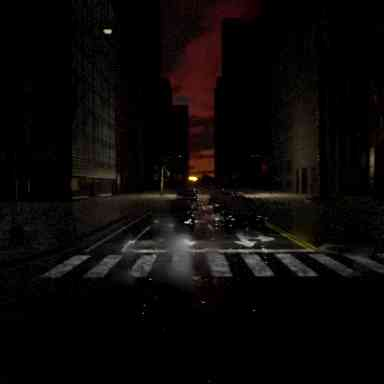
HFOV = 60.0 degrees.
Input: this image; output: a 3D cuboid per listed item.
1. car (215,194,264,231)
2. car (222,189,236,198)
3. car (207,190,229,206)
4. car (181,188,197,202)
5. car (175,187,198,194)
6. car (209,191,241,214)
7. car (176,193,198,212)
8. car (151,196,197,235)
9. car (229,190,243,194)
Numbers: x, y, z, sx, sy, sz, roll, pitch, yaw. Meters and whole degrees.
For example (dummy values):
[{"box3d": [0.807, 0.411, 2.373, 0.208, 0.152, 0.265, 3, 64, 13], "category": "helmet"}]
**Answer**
[{"box3d": [2.469, 1.069, 17.478, 1.882, 1.535, 5.008, 0, 1, 1], "category": "car"}, {"box3d": [6.327, 0.254, 57.474, 1.994, 1.385, 4.181, 0, 1, 1], "category": "car"}, {"box3d": [2.704, 0.731, 36.766, 1.994, 1.385, 4.181, 0, 1, 1], "category": "car"}, {"box3d": [-0.416, 0.347, 45.653, 2.097, 1.767, 4.553, 0, 1, 0], "category": "car"}, {"box3d": [-0.571, 0.442, 35.391, 2.150, 2.045, 5.566, 0, 1, 1], "category": "car"}, {"box3d": [2.571, 0.913, 26.757, 1.812, 1.442, 4.674, 0, 1, 1], "category": "car"}, {"box3d": [-0.690, 1.039, 25.492, 1.895, 1.301, 4.718, 0, 1, 1], "category": "car"}, {"box3d": [-0.813, 1.147, 16.230, 1.837, 1.490, 4.892, 0, 1, 1], "category": "car"}, {"box3d": [6.244, 0.463, 47.149, 2.033, 1.411, 5.357, 0, 1, 0], "category": "car"}]
